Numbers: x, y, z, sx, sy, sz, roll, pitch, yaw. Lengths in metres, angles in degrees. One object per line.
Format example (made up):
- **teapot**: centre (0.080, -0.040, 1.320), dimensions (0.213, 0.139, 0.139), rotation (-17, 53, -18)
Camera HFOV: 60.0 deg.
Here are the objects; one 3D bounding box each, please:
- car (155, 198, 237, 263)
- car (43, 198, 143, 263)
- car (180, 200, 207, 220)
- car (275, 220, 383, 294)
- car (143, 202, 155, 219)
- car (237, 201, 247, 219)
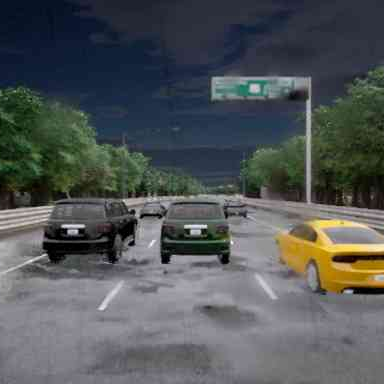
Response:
- **car**: centre (0.102, 1.227, 12.092), dimensions (2.150, 2.045, 5.566), rotation (0, 0, 0)
- **car**: centre (-3.396, 1.227, 12.178), dimensions (2.150, 2.045, 5.566), rotation (0, 0, 0)
- **car**: centre (0.104, 1.522, 29.085), dimensions (2.128, 1.511, 4.902), rotation (0, 0, 0)
- **car**: centre (3.602, 1.481, 8.794), dimensions (1.882, 1.535, 5.008), rotation (0, 0, 0)
- **car**: centre (-3.396, 1.596, 29.604), dimensions (1.994, 1.385, 4.181), rotation (0, 0, 0)
- **car**: centre (3.606, 1.522, 29.067), dimensions (2.128, 1.511, 4.902), rotation (0, 0, 0)
